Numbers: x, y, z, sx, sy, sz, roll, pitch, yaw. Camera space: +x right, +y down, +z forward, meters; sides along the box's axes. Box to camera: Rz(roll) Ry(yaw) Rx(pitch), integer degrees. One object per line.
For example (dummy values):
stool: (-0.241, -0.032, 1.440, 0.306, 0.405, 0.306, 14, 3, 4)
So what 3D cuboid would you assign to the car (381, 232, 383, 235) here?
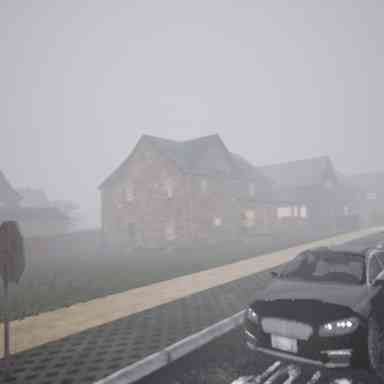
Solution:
car: (9.912, 2.096, 14.933, 1.837, 1.490, 4.892, -6, -6, 40)

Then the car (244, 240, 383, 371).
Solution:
car: (2.794, 1.840, 6.388, 2.128, 1.511, 4.902, -6, -5, 40)
